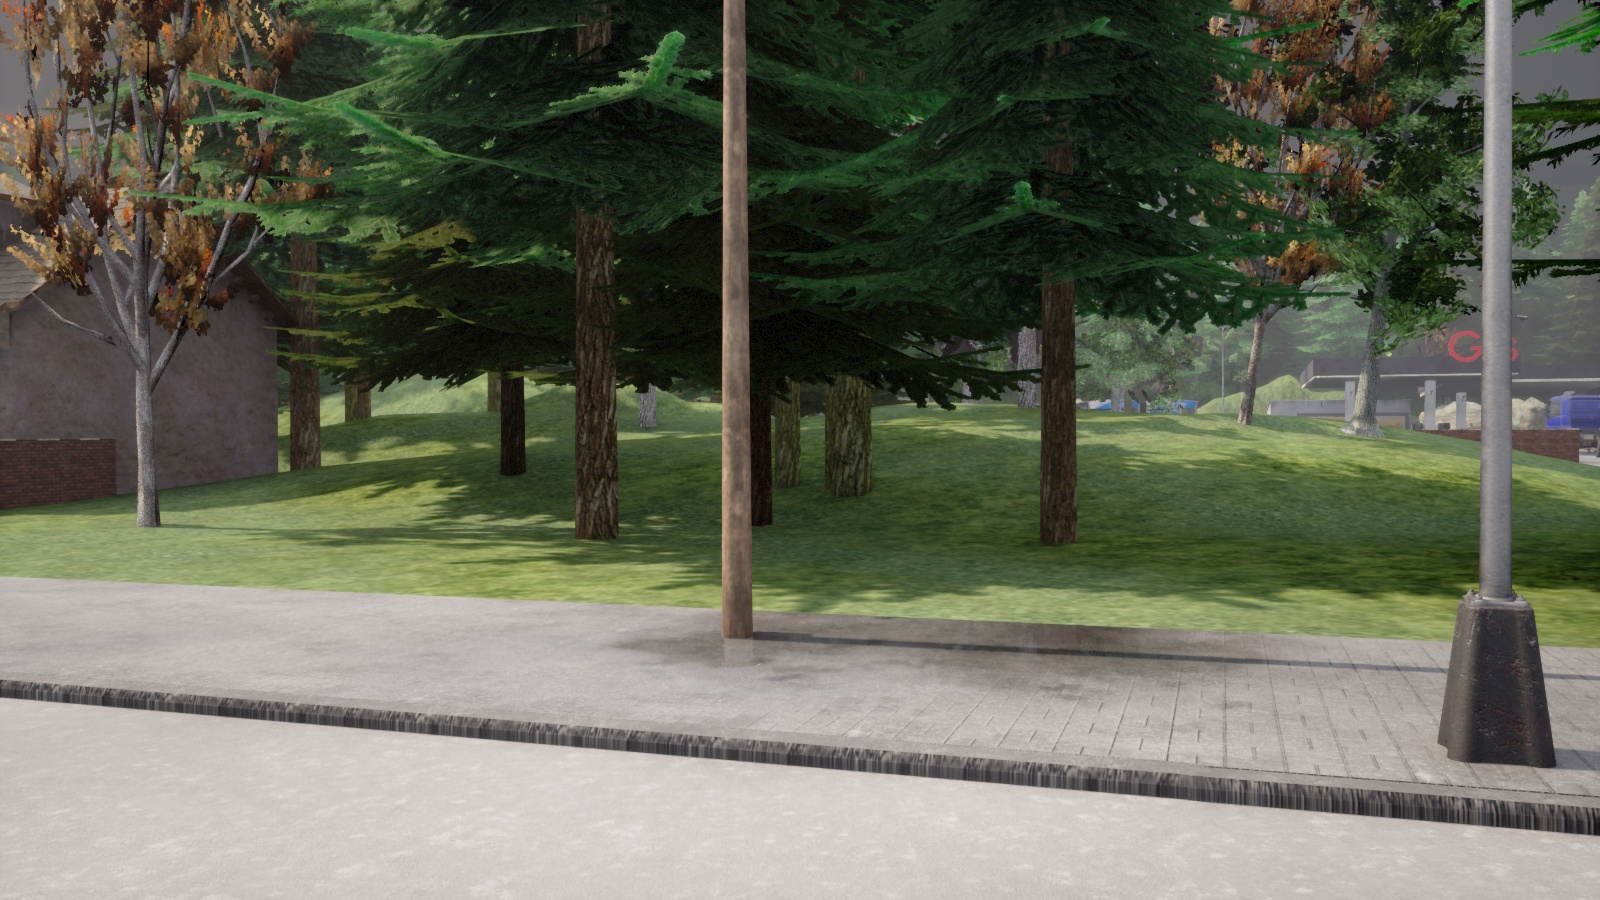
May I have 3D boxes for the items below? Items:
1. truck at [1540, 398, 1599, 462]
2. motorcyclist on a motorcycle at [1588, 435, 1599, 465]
[{"bbox_3d":[44.944,-1.095,69.345,2.891,3.462,7.936,0,1,-5],"label":"truck"},{"bbox_3d":[40.874,-0.004,63.631,0.866,1.530,2.191,0,1,11],"label":"motorcyclist on a motorcycle"}]
